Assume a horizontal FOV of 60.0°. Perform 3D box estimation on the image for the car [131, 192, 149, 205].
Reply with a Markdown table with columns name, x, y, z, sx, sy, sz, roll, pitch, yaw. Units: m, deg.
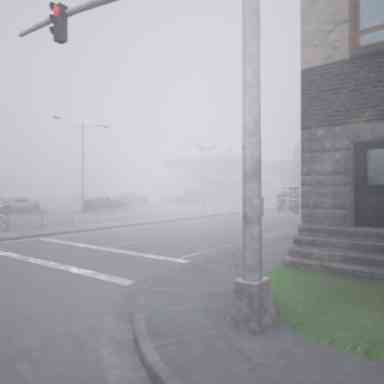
| name | x | y | z | sx | sy | sz | roll | pitch | yaw |
| --- | --- | --- | --- | --- | --- | --- | --- | --- | --- |
| car | -8.072 | 0.922 | 45.504 | 1.932 | 1.855 | 4.605 | 0 | 0 | 37 |

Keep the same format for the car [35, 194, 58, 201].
| name | x | y | z | sx | sy | sz | roll | pitch | yaw |
| --- | --- | --- | --- | --- | --- | --- | --- | --- | --- |
| car | -32.726 | 1.136 | 74.889 | 2.007 | 1.523 | 4.514 | 0 | 0 | 37 |

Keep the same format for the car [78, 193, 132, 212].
| name | x | y | z | sx | sy | sz | roll | pitch | yaw |
| --- | --- | --- | --- | --- | --- | --- | --- | --- | --- |
| car | -8.634 | 1.186 | 33.336 | 2.007 | 1.523 | 4.514 | 0 | 0 | 37 |

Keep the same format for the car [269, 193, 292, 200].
| name | x | y | z | sx | sy | sz | roll | pitch | yaw |
| --- | --- | --- | --- | --- | --- | --- | --- | --- | --- |
| car | 20.398 | 1.012 | 76.444 | 4.611 | 1.667 | 2.242 | 0 | 0 | 37 |

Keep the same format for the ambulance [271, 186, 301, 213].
| name | x | y | z | sx | sy | sz | roll | pitch | yaw |
| --- | --- | --- | --- | --- | --- | --- | --- | --- | --- |
| ambulance | 10.311 | 0.640 | 32.678 | 2.351 | 2.431 | 6.366 | 0 | 0 | 38 |

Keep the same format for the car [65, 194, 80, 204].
| name | x | y | z | sx | sy | sz | roll | pitch | yaw |
| --- | --- | --- | --- | --- | --- | --- | --- | --- | --- |
| car | -17.536 | 1.128 | 53.634 | 2.007 | 1.523 | 4.514 | 0 | 0 | 37 |

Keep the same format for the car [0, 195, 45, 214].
| name | x | y | z | sx | sy | sz | roll | pitch | yaw |
| --- | --- | --- | --- | --- | --- | --- | --- | --- | --- |
| car | -15.825 | 1.172 | 29.959 | 1.970 | 1.475 | 3.806 | 0 | 0 | 37 |

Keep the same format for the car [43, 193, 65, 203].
| name | x | y | z | sx | sy | sz | roll | pitch | yaw |
| --- | --- | --- | --- | --- | --- | --- | --- | --- | --- |
| car | -25.450 | 1.157 | 59.736 | 1.845 | 1.501 | 3.633 | 0 | 0 | 37 |

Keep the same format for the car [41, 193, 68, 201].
| name | x | y | z | sx | sy | sz | roll | pitch | yaw |
| --- | --- | --- | --- | --- | --- | --- | --- | --- | --- |
| car | -30.202 | 1.124 | 73.026 | 2.152 | 1.636 | 5.027 | 0 | 0 | 37 |

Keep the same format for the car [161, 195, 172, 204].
| name | x | y | z | sx | sy | sz | roll | pitch | yaw |
| --- | --- | --- | --- | --- | --- | --- | --- | --- | --- |
| car | -2.952 | 1.127 | 52.266 | 1.970 | 1.475 | 3.806 | 0 | 0 | 37 |

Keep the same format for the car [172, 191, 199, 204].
| name | x | y | z | sx | sy | sz | roll | pitch | yaw |
| --- | --- | --- | --- | --- | --- | --- | --- | --- | --- |
| car | -0.683 | 0.844 | 49.760 | 1.905 | 1.878 | 3.866 | 0 | 0 | 37 |
